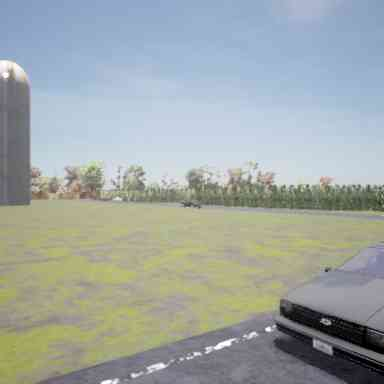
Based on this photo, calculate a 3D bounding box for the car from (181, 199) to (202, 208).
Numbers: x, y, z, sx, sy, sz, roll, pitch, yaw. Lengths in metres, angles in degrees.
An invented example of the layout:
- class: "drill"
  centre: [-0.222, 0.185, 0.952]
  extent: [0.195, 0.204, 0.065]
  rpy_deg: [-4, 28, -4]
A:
- class: "car"
  centre: [-0.129, 2.201, 63.207]
  extent: [1.837, 1.490, 4.892]
  rpy_deg: [0, 0, -36]

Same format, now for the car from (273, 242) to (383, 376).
- class: "car"
  centre: [3.842, 1.626, 5.806]
  extent: [5.357, 1.411, 2.033]
  rpy_deg: [1, -1, -35]
